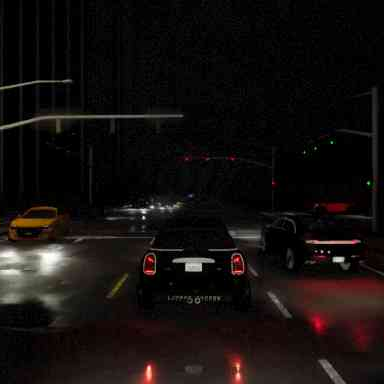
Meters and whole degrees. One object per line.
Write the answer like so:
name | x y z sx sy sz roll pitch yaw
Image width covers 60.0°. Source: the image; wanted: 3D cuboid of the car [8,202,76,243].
car | -7.269 1.476 16.409 1.882 1.535 5.008 1 0 -10

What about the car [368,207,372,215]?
car | 19.039 1.581 31.190 4.674 1.442 1.812 0 0 0

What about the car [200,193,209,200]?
car | 3.331 1.216 87.535 2.097 1.767 4.553 0 0 0

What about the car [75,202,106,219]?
car | -10.087 1.588 28.126 5.357 1.411 2.033 0 0 -12

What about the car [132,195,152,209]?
car | -7.183 1.526 46.515 1.812 1.442 4.674 0 0 0

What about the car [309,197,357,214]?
car | 14.604 1.407 34.764 4.553 1.767 2.097 0 0 2

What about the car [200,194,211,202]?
car | 3.350 1.519 77.455 1.812 1.442 4.674 0 0 0

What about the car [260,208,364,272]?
car | 3.598 1.492 10.823 2.128 1.511 4.902 0 0 -3

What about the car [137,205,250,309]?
car | 0.042 1.352 8.012 2.097 1.767 4.553 0 0 0

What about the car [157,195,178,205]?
car | -3.687 1.547 50.837 2.033 1.411 5.357 0 0 0

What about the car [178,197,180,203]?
car | -3.688 1.491 60.339 2.128 1.511 4.902 0 0 0

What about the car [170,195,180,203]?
car | -3.636 1.500 70.550 1.837 1.490 4.892 0 0 0

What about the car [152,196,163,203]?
car | -7.133 1.526 68.858 1.812 1.442 4.674 0 0 0

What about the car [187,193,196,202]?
car | -0.150 1.591 77.547 1.895 1.301 4.718 0 0 0

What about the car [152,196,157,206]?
car | -7.194 1.352 55.418 2.097 1.767 4.553 0 0 0
